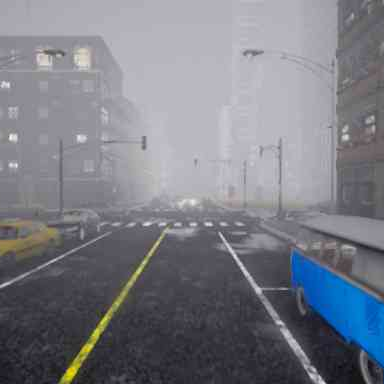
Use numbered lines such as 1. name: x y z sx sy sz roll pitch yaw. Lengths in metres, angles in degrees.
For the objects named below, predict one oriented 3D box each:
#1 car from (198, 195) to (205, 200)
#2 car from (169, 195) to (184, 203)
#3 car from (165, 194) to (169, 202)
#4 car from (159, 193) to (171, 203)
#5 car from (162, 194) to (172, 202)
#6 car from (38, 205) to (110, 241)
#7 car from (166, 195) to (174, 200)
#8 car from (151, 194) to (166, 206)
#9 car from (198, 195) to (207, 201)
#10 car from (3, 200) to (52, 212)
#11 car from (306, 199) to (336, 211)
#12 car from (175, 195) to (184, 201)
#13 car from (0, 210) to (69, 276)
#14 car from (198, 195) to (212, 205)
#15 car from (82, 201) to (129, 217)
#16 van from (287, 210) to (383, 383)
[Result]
1. car: 2.609 1.492 93.861 1.887 1.381 4.507 -1 0 0
2. car: -3.028 1.480 66.169 1.812 1.442 4.674 0 0 0
3. car: -5.726 1.398 59.906 1.967 1.590 4.097 -1 0 0
4. car: -5.733 1.268 71.204 2.192 1.841 5.009 -1 0 0
5. car: -5.733 1.392 76.852 1.967 1.590 4.097 -1 0 0
6. car: -5.707 1.536 16.190 2.008 1.369 4.403 -1 0 0
7. car: -5.736 1.531 88.151 1.802 1.307 4.206 -1 0 0
8. car: -5.722 1.505 54.257 1.887 1.381 4.507 -1 0 0
9. car: 2.613 1.501 82.562 2.008 1.369 4.403 -1 0 0
10. car: -17.898 1.473 36.156 4.829 1.417 1.752 0 1 0
11. car: 14.660 1.441 36.224 4.313 1.339 1.947 0 1 0
12. car: -3.032 1.344 81.571 1.994 1.385 4.181 0 0 0
13. car: -5.705 1.516 10.356 1.752 1.417 4.829 -1 0 0
14. car: 2.622 1.502 59.967 1.887 1.381 4.507 -1 0 0
15. car: -8.557 1.577 30.483 5.357 1.411 2.033 0 1 0
16. van: 2.675 1.337 4.830 1.690 1.788 3.998 -1 0 0
